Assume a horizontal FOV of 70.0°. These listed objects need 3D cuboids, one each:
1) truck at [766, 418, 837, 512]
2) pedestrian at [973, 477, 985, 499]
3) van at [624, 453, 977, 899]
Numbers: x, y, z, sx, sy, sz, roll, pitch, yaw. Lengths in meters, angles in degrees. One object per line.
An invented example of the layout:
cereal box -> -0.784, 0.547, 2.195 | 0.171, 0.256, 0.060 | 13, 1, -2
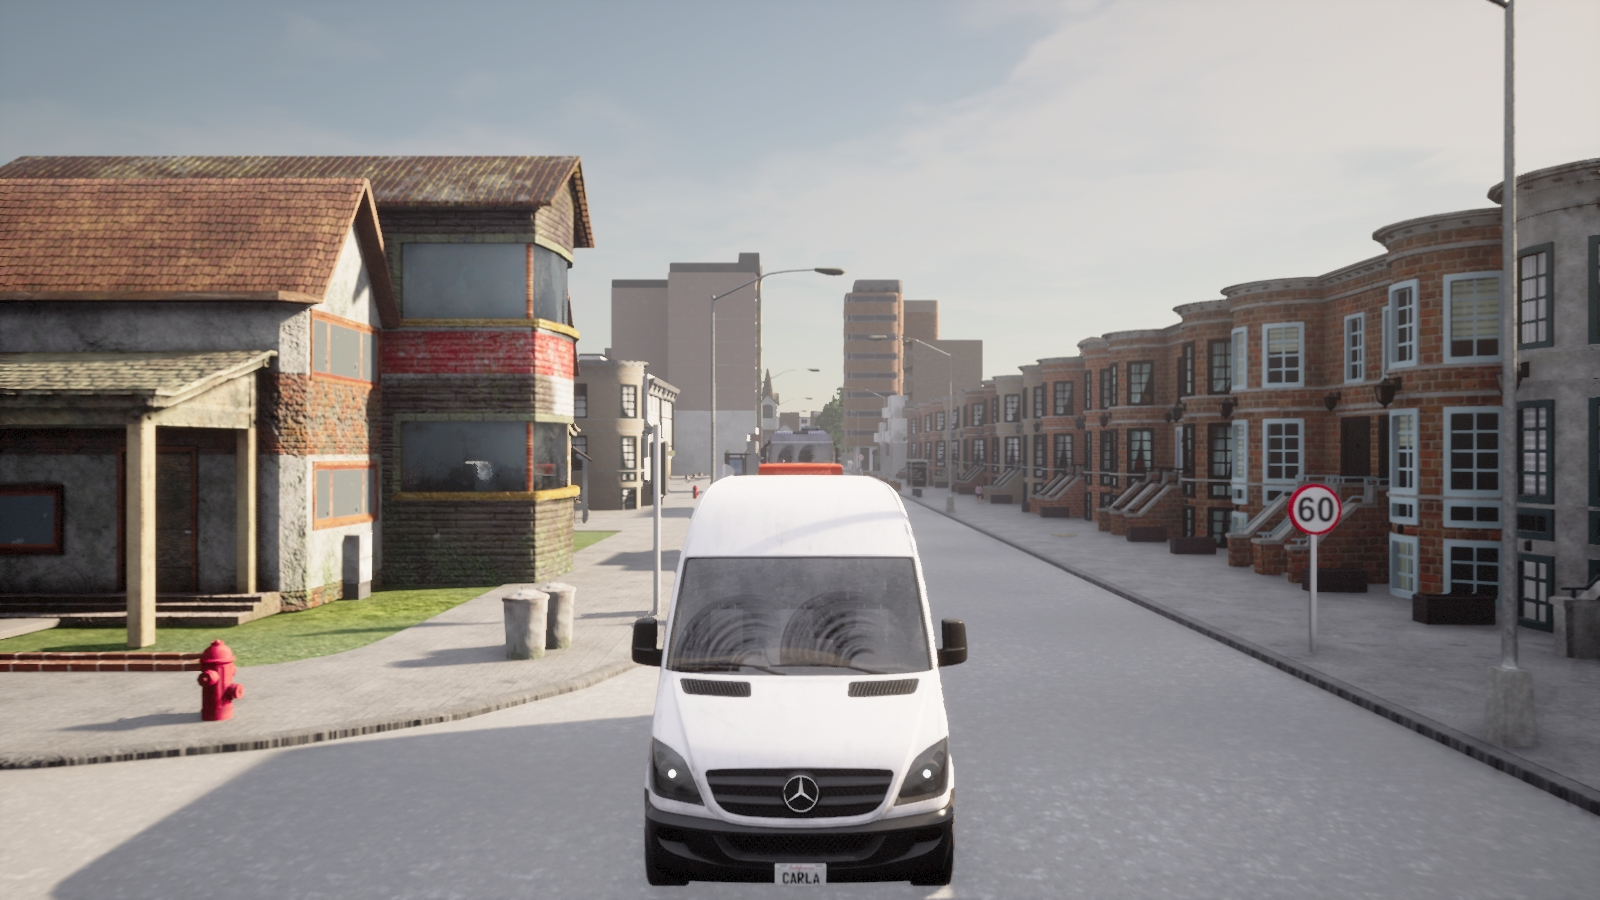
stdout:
truck -> 0.029, 0.666, 50.791 | 2.891, 3.827, 8.468 | 0, -1, 0
pedestrian -> 9.033, 1.905, 57.573 | 0.500, 1.100, 0.500 | 0, 0, -7
van -> 0.004, 1.315, 9.396 | 1.988, 2.561, 5.915 | 0, 0, 0
